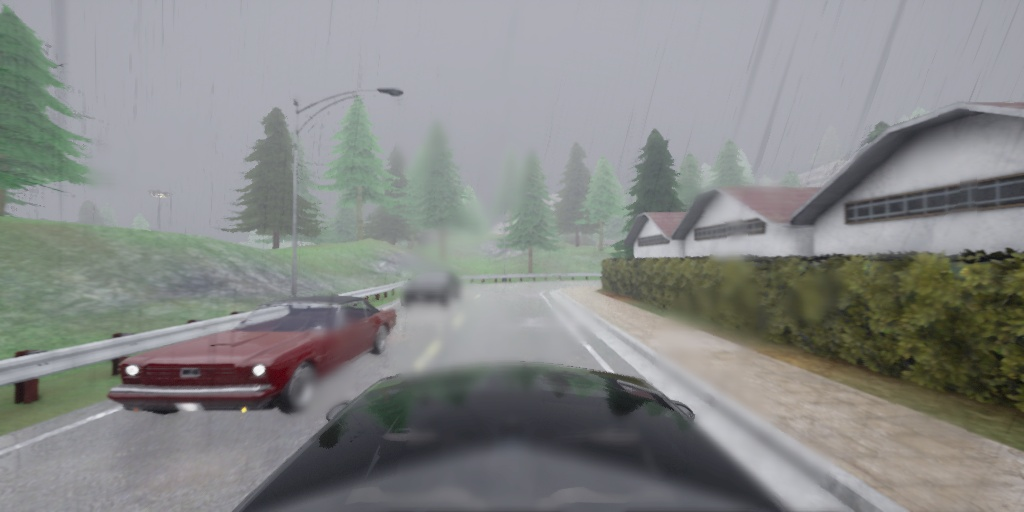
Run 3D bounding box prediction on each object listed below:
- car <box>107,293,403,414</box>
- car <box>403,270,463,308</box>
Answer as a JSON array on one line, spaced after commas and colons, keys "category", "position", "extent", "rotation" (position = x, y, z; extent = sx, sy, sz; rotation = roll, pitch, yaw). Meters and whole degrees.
[{"category": "car", "position": [-3.607, 1.410, 6.219], "extent": [1.895, 1.301, 4.718], "rotation": [0, -1, 0]}, {"category": "car", "position": [-3.534, 1.421, 16.667], "extent": [1.882, 1.535, 5.008], "rotation": [0, -1, 1]}]
